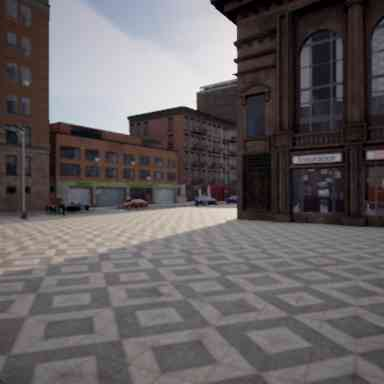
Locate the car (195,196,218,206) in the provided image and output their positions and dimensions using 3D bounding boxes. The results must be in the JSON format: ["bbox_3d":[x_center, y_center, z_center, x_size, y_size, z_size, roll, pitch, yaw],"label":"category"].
[{"bbox_3d":[2.402,1.418,54.314,2.097,1.767,4.553,0,0,36],"label":"car"}]

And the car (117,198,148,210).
[{"bbox_3d":[-8.011,1.614,45.322,1.812,1.442,4.674,0,0,36],"label":"car"}]

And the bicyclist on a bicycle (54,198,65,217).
[{"bbox_3d":[-11.767,1.392,29.478,1.656,1.620,0.582,-1,0,36],"label":"bicyclist on a bicycle"}]

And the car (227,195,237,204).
[{"bbox_3d":[8.399,1.405,62.637,2.097,1.767,4.553,0,0,36],"label":"car"}]

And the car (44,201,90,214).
[{"bbox_3d":[-13.909,1.701,37.167,1.895,1.301,4.718,0,0,36],"label":"car"}]
